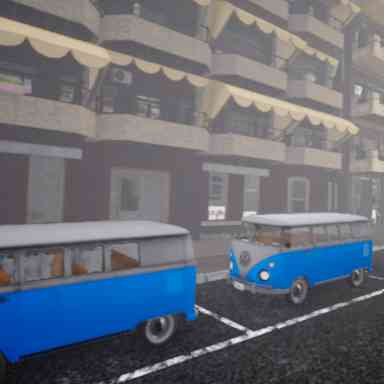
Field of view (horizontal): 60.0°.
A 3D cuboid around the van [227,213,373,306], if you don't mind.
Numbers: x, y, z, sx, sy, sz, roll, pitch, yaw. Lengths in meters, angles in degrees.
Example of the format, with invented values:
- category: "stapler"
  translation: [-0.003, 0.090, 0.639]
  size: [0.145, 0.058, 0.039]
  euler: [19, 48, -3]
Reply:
- category: "van"
  translation: [2.687, 1.418, 7.987]
  size: [3.998, 1.788, 1.690]
  euler: [1, 1, -35]

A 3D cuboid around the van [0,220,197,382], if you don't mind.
- category: "van"
  translation: [-1.816, 1.355, 4.774]
  size: [3.998, 1.788, 1.690]
  euler: [1, 1, -35]
